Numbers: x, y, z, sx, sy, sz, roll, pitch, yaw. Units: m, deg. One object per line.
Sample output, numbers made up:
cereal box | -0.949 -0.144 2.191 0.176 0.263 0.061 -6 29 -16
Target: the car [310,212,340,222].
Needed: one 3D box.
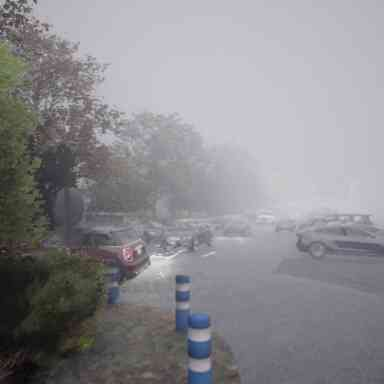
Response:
car | 22.754 4.270 57.032 4.792 1.488 2.163 -1 -1 20

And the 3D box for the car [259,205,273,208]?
car | 13.370 4.320 69.371 5.566 2.045 2.435 -1 -1 20

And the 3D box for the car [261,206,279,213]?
car | 21.108 4.814 90.259 4.553 1.767 2.185 -1 -1 20

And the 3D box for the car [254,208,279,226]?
car | 10.951 3.780 48.501 2.150 2.045 5.566 -1 -3 21

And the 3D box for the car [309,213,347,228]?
car | 17.859 3.737 43.997 4.553 1.767 2.185 -1 -2 20

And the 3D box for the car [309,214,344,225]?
car | 19.819 4.078 49.200 4.674 1.452 2.002 -1 -2 20

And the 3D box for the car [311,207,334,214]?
car | 33.528 4.749 85.689 5.366 1.575 1.946 -1 -1 20

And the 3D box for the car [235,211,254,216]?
car | 7.491 4.218 53.580 5.008 1.535 2.097 -1 -2 20

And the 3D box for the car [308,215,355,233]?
car | 15.014 3.405 36.141 4.553 1.767 2.185 -1 -3 20

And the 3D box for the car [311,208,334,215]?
car | 30.451 4.619 77.925 5.008 1.535 2.097 -1 -1 20

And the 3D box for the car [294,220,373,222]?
car | 8.185 2.459 17.891 4.792 1.488 2.163 -1 -4 20

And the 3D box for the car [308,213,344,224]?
car | 20.796 4.113 51.813 5.008 1.535 2.097 -1 -2 20

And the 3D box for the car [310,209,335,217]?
car | 28.518 4.528 72.705 4.892 1.521 2.231 -1 -1 20

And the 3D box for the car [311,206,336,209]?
car | 24.631 4.089 62.279 5.566 2.045 2.435 -1 -1 20

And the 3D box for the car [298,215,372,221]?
car | 9.151 2.489 20.508 4.553 1.767 2.185 -1 -4 20

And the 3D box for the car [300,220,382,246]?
car | 10.149 2.791 23.088 5.008 1.535 2.097 -1 -4 20

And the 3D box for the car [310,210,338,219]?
car | 25.630 4.386 64.872 5.008 1.535 2.097 -1 -1 20

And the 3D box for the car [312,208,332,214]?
car | 32.386 4.751 83.144 4.674 1.452 2.002 -1 -1 20

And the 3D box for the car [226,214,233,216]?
car | 1.692 3.580 37.898 5.008 1.535 2.097 -1 -3 20

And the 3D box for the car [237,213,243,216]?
car | 3.674 3.834 43.245 4.892 1.521 2.231 -1 -3 20

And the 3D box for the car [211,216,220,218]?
car | -0.378 3.302 32.864 5.366 1.575 1.946 -1 -4 20

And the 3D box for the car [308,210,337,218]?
car | 26.417 4.433 67.548 5.366 1.575 1.946 -1 -1 20

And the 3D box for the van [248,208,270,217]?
van | 14.420 4.391 71.952 4.442 1.987 1.878 -1 -1 20

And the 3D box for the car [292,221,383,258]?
car | 7.273 2.273 15.266 4.792 1.488 2.163 -1 -4 20

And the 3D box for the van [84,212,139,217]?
van | -4.928 2.199 19.709 4.442 1.987 1.878 0 -4 20

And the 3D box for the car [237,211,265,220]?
car | 11.374 4.475 64.036 5.008 1.535 2.097 -1 -1 20

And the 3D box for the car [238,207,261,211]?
car | 8.437 4.044 56.210 5.566 2.045 2.435 -1 -2 20

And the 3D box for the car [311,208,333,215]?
car | 31.427 4.665 80.531 5.008 1.535 2.097 -1 -1 20

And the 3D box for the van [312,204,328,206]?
van | 29.379 4.349 75.359 4.442 1.987 1.878 -1 -1 20

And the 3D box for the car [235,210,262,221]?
car | 10.372 4.298 61.439 4.553 1.767 2.185 -1 -2 20

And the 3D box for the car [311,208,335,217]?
car | 27.542 4.352 69.968 4.553 1.767 2.185 -1 -1 20

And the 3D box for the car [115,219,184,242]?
car | -3.157 2.827 24.843 4.674 1.452 2.002 -1 -4 20

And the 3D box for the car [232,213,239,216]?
car | 2.661 3.709 40.511 5.008 1.535 2.097 -1 -3 20

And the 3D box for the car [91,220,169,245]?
car | -4.124 2.642 22.238 4.674 1.452 2.002 -1 -4 20

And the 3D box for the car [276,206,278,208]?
car | 18.173 4.806 82.435 4.892 1.521 2.231 -1 -1 20

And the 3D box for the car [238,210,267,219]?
car | 12.205 4.524 66.829 5.366 1.575 1.946 -1 -1 20

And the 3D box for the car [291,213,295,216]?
car | 17.675 4.296 56.184 1.812 1.442 4.674 -1 -2 20

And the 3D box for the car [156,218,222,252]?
car | -0.109 2.423 18.819 2.128 1.511 4.902 -1 -4 20

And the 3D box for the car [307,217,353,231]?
car | 15.980 3.679 38.746 4.792 1.488 2.163 -1 -3 20

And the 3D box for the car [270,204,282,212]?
car | 20.138 4.644 87.652 5.566 2.045 2.435 -1 -1 20

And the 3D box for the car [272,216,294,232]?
car | 10.328 3.614 36.350 1.994 1.385 4.181 -1 -3 20

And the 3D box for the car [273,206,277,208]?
car | 17.208 4.759 79.823 5.008 1.535 2.097 -1 -1 20

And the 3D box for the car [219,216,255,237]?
car | 4.206 3.221 30.472 1.837 1.490 4.892 -1 -4 20

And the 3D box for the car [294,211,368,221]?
car | 11.089 2.710 25.729 5.566 2.045 2.435 -1 -4 20

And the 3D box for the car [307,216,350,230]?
car | 16.893 3.790 41.378 4.792 1.488 2.163 -1 -2 20

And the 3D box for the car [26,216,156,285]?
car | -3.717 1.835 10.505 4.553 1.767 2.097 0 0 9

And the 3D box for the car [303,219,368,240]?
car | 12.088 3.120 28.313 4.892 1.521 2.231 -1 -3 20
